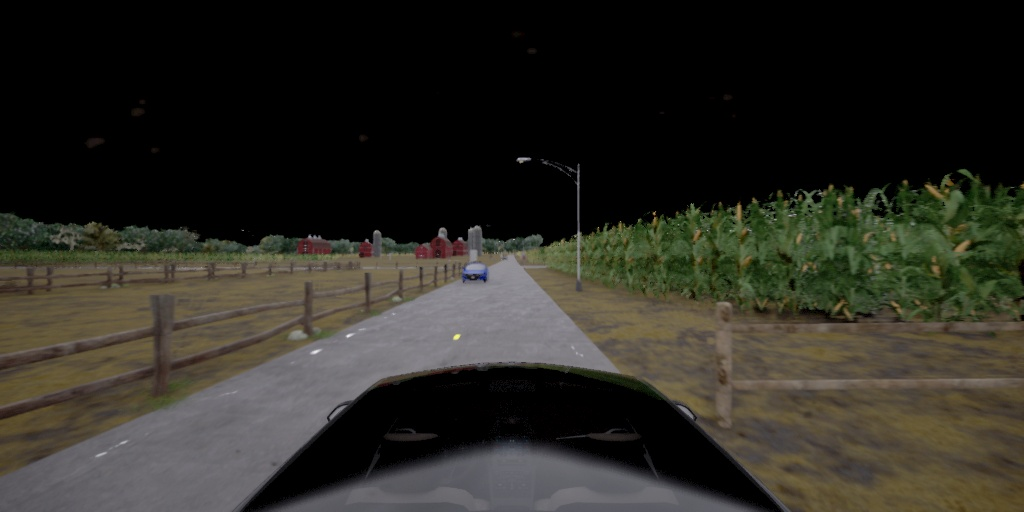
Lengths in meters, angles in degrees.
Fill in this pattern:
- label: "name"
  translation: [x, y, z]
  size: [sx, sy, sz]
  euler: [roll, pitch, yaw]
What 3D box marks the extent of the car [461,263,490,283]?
- label: "car"
  translation: [-2.844, 1.302, 28.655]
  size: [1.882, 1.535, 5.008]
  euler: [0, 0, 0]
